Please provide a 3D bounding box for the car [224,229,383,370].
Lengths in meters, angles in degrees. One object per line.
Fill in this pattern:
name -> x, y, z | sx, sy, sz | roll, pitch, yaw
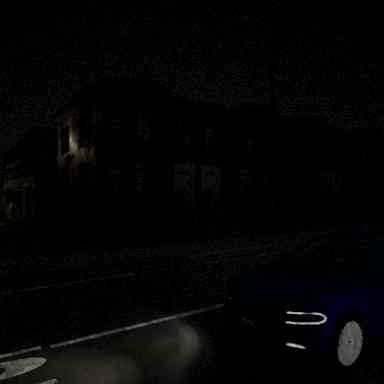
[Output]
car -> 2.825, 1.478, 5.855 | 5.008, 1.535, 1.882 | 0, 0, -34
